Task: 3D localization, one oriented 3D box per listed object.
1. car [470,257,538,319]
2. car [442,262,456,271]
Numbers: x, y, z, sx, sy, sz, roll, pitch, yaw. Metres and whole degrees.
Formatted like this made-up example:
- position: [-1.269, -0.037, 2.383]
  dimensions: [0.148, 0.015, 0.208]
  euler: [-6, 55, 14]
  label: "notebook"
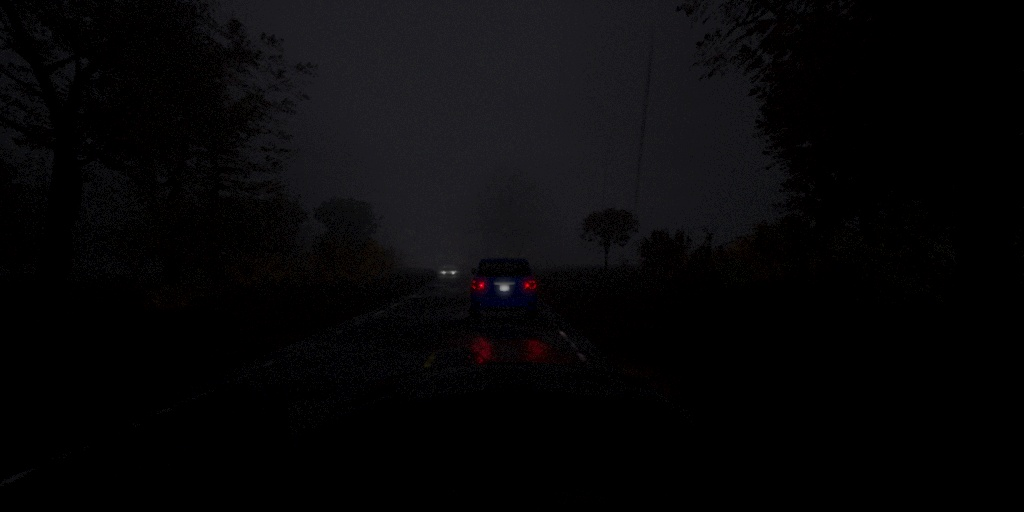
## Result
- position: [-0.356, 1.052, 13.311]
  dimensions: [2.150, 2.045, 5.566]
  euler: [0, 0, -3]
  label: "car"
- position: [-10.306, 1.744, 58.316]
  dimensions: [1.812, 1.442, 4.674]
  euler: [0, -1, -14]
  label: "car"
